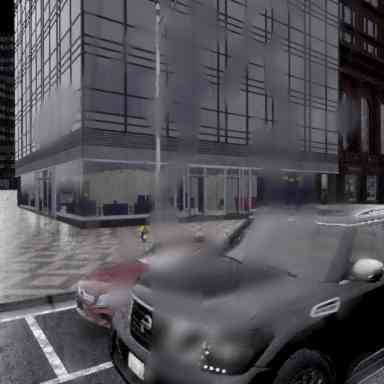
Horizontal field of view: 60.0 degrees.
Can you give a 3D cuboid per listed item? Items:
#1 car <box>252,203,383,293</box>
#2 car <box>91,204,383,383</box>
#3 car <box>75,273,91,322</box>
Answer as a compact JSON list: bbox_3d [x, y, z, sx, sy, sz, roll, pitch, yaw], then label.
[{"bbox_3d":[4.322,1.315,9.721,5.009,1.841,2.192,0,0,-35],"label":"car"},{"bbox_3d":[1.746,1.221,4.617,5.566,2.045,2.150,0,0,-35],"label":"car"},{"bbox_3d":[-0.099,1.582,6.575,4.206,1.307,1.802,0,0,-35],"label":"car"}]
